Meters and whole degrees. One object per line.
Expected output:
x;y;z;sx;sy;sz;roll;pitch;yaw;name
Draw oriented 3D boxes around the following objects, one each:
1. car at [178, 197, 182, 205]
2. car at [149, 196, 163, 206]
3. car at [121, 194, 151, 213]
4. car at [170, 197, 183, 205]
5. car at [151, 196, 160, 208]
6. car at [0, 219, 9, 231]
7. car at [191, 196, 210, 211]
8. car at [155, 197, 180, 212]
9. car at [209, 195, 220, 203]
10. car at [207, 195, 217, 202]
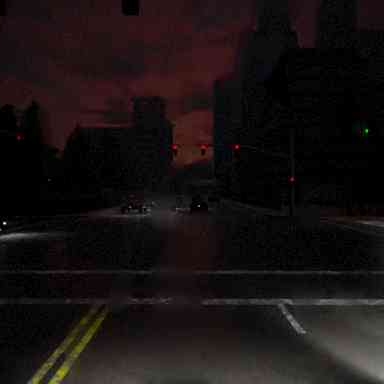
-2.751;1.564;48.002;1.994;1.385;4.181;0;0;1;car
-6.153;1.505;57.032;1.837;1.490;4.892;0;0;0;car
-6.360;1.221;37.093;2.150;2.045;5.566;0;0;1;car
-2.635;1.547;58.326;2.033;1.411;5.357;0;0;1;car
-6.262;1.491;46.973;2.128;1.511;4.902;0;0;1;car
-12.435;1.548;16.990;5.357;1.411;2.033;0;0;1;car
0.848;1.564;40.113;1.994;1.385;4.181;0;0;1;car
-2.839;1.601;39.200;1.895;1.301;4.718;0;0;1;car
4.636;1.547;67.319;2.033;1.411;5.357;0;0;1;car
4.627;1.478;77.142;1.882;1.535;5.008;0;0;1;car
